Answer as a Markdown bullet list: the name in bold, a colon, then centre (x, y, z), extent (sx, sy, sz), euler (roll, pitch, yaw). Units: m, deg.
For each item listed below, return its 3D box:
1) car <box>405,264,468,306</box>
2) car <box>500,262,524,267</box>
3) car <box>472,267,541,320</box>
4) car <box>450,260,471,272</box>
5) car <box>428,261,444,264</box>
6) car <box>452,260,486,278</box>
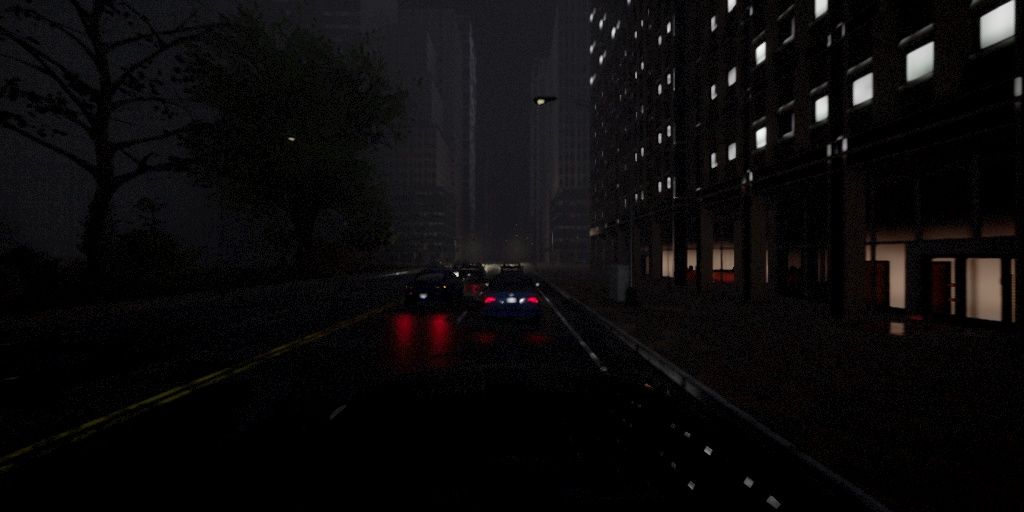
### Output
- **car**: centre (-3.223, 1.262, 15.398), extent (1.812, 1.442, 4.674), euler (0, 0, 0)
- **car**: centre (0.001, 1.232, 29.678), extent (2.128, 1.511, 4.902), euler (0, 0, 0)
- **car**: centre (0.005, 1.286, 12.545), extent (2.033, 1.411, 5.357), euler (0, 0, 1)
- **car**: centre (-6.666, 1.266, 47.106), extent (2.128, 1.511, 4.902), euler (0, 0, 0)
- **car**: centre (-9.932, 1.321, 46.712), extent (2.033, 1.411, 5.357), euler (0, 0, 0)
- **car**: centre (-3.249, 1.231, 29.672), extent (2.128, 1.511, 4.902), euler (0, 0, 0)
